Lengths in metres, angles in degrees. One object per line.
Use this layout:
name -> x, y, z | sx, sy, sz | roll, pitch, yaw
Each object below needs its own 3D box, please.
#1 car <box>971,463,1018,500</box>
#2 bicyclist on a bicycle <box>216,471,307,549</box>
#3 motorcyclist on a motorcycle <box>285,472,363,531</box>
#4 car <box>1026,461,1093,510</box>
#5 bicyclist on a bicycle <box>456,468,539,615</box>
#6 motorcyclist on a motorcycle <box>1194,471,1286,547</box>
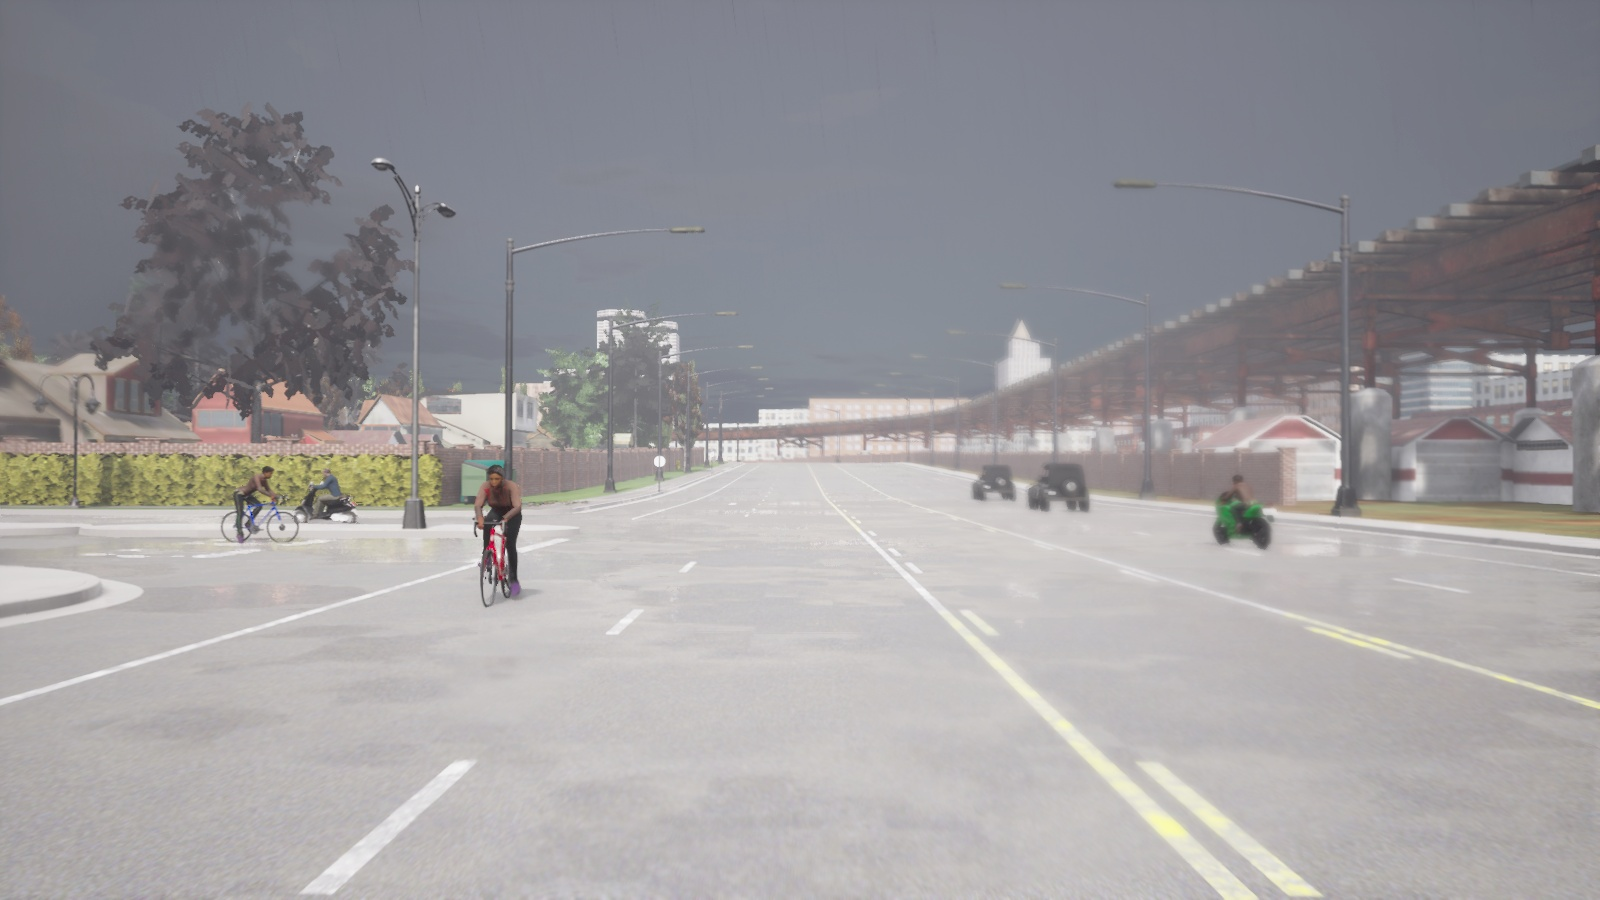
car -> 10.373, 1.658, 67.107 | 1.905, 1.878, 3.866 | 0, -1, 0
bicyclist on a bicycle -> -11.368, 1.254, 26.526 | 1.656, 1.620, 0.582 | 0, -1, 0
motorcyclist on a motorcycle -> -13.076, 1.395, 34.552 | 1.817, 1.590, 0.866 | 0, -1, 0
car -> 10.404, 1.411, 50.609 | 1.905, 1.878, 3.866 | 0, -1, 0
bicyclist on a bicycle -> -3.527, 1.027, 14.764 | 0.582, 1.620, 1.656 | 0, -1, 0
motorcyclist on a motorcycle -> 9.125, 1.195, 26.140 | 0.797, 1.523, 2.044 | 0, -1, -15
